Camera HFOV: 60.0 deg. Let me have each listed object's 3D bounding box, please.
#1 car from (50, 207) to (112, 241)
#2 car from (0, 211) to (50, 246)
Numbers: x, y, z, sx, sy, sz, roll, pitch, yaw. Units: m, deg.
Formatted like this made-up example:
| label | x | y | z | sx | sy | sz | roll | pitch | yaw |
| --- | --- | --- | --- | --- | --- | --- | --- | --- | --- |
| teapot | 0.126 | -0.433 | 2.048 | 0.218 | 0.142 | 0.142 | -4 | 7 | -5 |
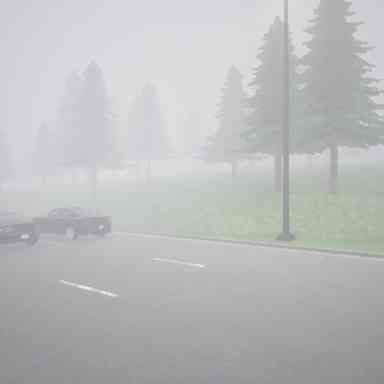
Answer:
| label | x | y | z | sx | sy | sz | roll | pitch | yaw |
| --- | --- | --- | --- | --- | --- | --- | --- | --- | --- |
| car | -6.236 | 1.485 | 16.916 | 5.008 | 1.535 | 1.882 | 0 | 0 | 36 |
| car | -8.269 | 1.533 | 14.066 | 4.674 | 1.442 | 1.812 | 0 | 0 | 36 |
